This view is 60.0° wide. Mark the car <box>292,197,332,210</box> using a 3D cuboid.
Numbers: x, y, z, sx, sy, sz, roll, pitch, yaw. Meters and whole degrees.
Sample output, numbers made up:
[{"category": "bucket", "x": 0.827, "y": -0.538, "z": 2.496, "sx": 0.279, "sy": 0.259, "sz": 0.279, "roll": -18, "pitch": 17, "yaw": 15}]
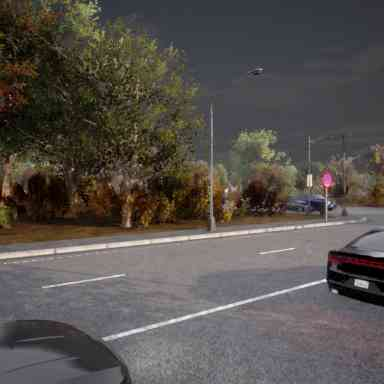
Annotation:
[{"category": "car", "x": 16.224, "y": 1.491, "z": 45.160, "sx": 2.128, "sy": 1.511, "sz": 4.902, "roll": 0, "pitch": 0, "yaw": -32}]

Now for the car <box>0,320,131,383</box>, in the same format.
[{"category": "car", "x": -2.697, "y": 1.505, "z": 1.815, "sx": 4.892, "sy": 1.490, "sz": 1.837, "roll": 0, "pitch": 0, "yaw": -36}]

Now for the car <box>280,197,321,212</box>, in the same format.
[{"category": "car", "x": 12.118, "y": 1.564, "z": 38.193, "sx": 1.994, "sy": 1.385, "sz": 4.181, "roll": 0, "pitch": 0, "yaw": -32}]

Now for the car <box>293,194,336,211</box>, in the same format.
[{"category": "car", "x": 14.720, "y": 1.221, "z": 40.663, "sx": 2.150, "sy": 2.045, "sz": 5.566, "roll": 0, "pitch": 0, "yaw": -31}]

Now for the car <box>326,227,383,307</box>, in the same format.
[{"category": "car", "x": 5.022, "y": 1.478, "z": 7.349, "sx": 5.008, "sy": 1.535, "sz": 1.882, "roll": 0, "pitch": 0, "yaw": -36}]

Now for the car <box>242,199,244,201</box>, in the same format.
[{"category": "car", "x": 7.591, "y": 1.522, "z": 45.319, "sx": 1.812, "sy": 1.442, "sz": 4.674, "roll": 0, "pitch": 0, "yaw": -32}]
